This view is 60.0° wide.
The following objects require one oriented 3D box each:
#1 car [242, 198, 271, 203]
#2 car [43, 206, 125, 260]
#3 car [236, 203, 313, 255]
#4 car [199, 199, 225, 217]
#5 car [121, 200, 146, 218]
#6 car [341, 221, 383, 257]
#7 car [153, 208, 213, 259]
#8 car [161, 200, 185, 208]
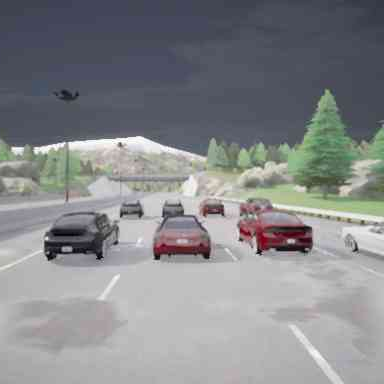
[{"bbox_3d":[5.414,1.250,28.316,2.097,1.767,4.553,0,0,-5],"label":"car"},{"bbox_3d":[-3.913,1.473,12.436,1.837,1.490,4.892,0,0,-3],"label":"car"},{"bbox_3d":[3.051,1.429,13.204,1.882,1.535,5.008,0,0,-3],"label":"car"},{"bbox_3d":[1.735,1.377,30.413,1.882,1.535,5.008,0,0,-5],"label":"car"},{"bbox_3d":[-5.197,1.409,29.280,2.128,1.511,4.902,0,0,-5],"label":"car"},{"bbox_3d":[6.725,1.553,10.624,1.895,1.301,4.718,0,0,-3],"label":"car"},{"bbox_3d":[-0.422,1.524,12.550,1.994,1.385,4.181,0,0,-3],"label":"car"},{"bbox_3d":[-1.667,1.402,29.056,2.128,1.511,4.902,0,0,-5],"label":"car"}]
